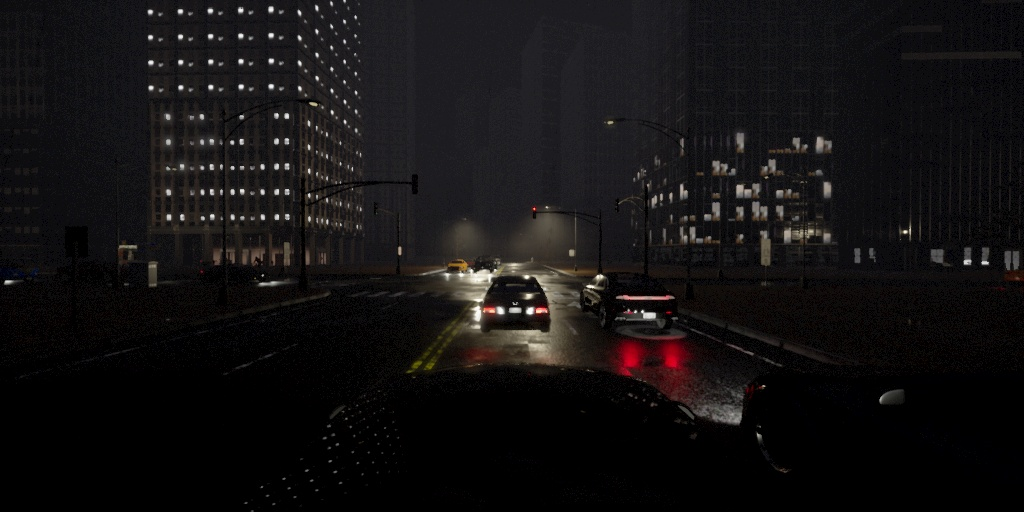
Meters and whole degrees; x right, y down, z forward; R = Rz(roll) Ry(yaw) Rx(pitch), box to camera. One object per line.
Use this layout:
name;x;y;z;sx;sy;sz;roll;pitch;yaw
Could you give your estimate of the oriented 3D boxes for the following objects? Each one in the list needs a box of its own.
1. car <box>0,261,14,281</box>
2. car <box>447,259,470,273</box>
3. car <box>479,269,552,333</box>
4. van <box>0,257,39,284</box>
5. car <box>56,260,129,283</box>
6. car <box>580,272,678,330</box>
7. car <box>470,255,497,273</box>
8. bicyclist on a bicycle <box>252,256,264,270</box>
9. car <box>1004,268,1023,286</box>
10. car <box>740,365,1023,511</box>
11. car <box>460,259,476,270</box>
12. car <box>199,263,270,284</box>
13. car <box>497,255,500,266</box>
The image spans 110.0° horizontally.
car;-40.295;1.090;26.451;4.674;1.442;1.812;0;0;2
car;-6.550;1.189;43.265;1.882;1.535;5.008;0;0;0
car;0.109;1.293;10.732;2.033;1.411;5.357;0;0;1
van;-33.910;0.958;23.682;3.998;1.789;1.690;0;0;1
car;-30.053;1.091;26.166;5.008;1.535;1.882;0;0;2
car;3.356;1.237;11.145;2.128;1.511;4.902;0;0;0
car;-3.302;0.934;42.941;2.150;2.045;5.566;0;0;0
bicyclist on a bicycle;-24.667;0.865;34.762;0.582;1.620;1.656;0;1;1
car;37.446;1.403;24.764;5.008;1.535;1.882;0;0;1
car;3.354;1.314;1.988;1.994;1.385;4.181;0;0;0
car;-6.536;1.217;53.473;1.812;1.442;4.674;0;0;0
car;-19.961;1.225;25.903;4.181;1.385;1.994;0;0;1
car;-3.287;1.043;53.581;2.097;1.767;4.553;0;0;0
